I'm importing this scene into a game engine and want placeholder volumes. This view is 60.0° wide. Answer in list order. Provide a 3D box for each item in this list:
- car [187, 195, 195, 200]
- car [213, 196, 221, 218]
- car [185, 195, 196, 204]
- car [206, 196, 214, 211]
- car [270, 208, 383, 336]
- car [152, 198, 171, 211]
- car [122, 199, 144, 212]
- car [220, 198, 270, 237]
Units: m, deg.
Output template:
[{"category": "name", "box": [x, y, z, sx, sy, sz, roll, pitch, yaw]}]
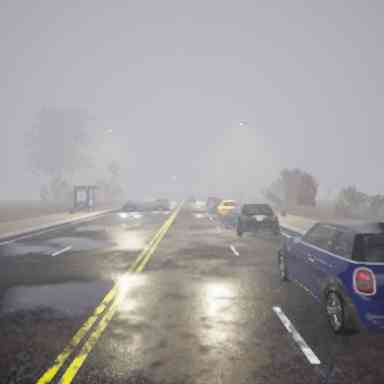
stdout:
[{"category": "car", "box": [-0.302, 1.305, 80.413, 1.895, 1.301, 4.718, 0, 0, 0]}, {"category": "car", "box": [3.171, 1.384, 29.056, 1.801, 1.575, 5.366, 0, 0, 0]}, {"category": "car", "box": [-0.208, 1.375, 59.885, 2.033, 1.411, 5.357, 0, 0, 0]}, {"category": "car", "box": [3.124, 1.443, 39.867, 2.033, 1.411, 5.357, 0, 0, 0]}, {"category": "car", "box": [3.246, 1.337, 6.821, 2.097, 1.767, 4.553, 0, 0, 0]}, {"category": "car", "box": [-3.464, 1.448, 38.722, 2.033, 1.411, 5.357, 0, 0, 0]}, {"category": "car", "box": [-6.711, 1.503, 38.146, 1.895, 1.301, 4.718, 0, 0, 0]}, {"category": "car", "box": [3.100, 1.309, 18.112, 2.097, 1.767, 4.553, 0, 0, -4]}]
